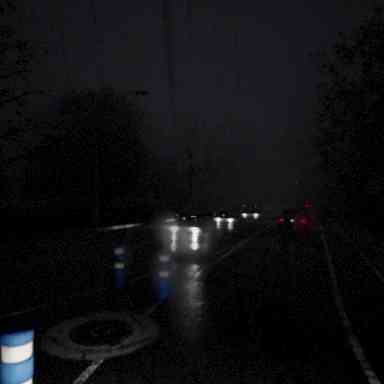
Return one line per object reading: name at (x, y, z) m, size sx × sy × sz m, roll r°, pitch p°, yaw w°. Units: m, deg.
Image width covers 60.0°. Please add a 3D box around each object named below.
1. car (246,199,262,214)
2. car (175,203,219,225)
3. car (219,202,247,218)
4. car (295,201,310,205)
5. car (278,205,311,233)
car at (9.153, 2.115, 50.040) m, size 2.150 × 2.045 × 5.566 m, roll 1°, pitch -1°, yaw 20°
car at (0.293, 1.646, 25.163) m, size 1.837 × 1.490 × 4.892 m, roll 1°, pitch -1°, yaw 20°
car at (4.048, 2.000, 35.640) m, size 2.033 × 1.411 × 5.357 m, roll 1°, pitch -1°, yaw 20°
car at (17.891, 2.401, 53.824) m, size 2.150 × 2.045 × 5.566 m, roll 1°, pitch -1°, yaw 19°
car at (6.638, 1.761, 21.537) m, size 2.033 × 1.411 × 5.357 m, roll 1°, pitch -1°, yaw 20°
